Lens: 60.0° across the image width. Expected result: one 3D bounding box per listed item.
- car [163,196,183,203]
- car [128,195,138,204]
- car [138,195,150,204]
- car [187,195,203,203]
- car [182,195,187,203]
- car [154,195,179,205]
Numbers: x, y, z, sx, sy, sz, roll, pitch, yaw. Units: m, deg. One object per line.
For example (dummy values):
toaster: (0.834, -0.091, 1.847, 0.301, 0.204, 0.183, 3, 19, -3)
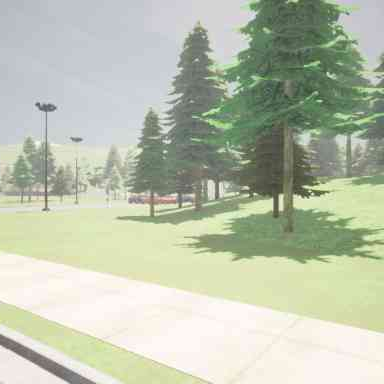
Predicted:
car: (-4.092, 1.554, 71.876, 1.994, 1.385, 4.181, 0, 0, 36)
car: (-9.988, 1.352, 63.682, 2.097, 1.767, 4.553, 0, 0, 37)
car: (-7.226, 1.352, 61.608, 2.097, 1.767, 4.553, 0, 0, 37)
car: (1.509, 1.564, 67.696, 1.994, 1.385, 4.181, 0, 0, 36)
car: (-1.578, 1.352, 69.406, 2.097, 1.767, 4.553, 0, 0, 36)
car: (-4.525, 1.352, 59.372, 2.097, 1.767, 4.553, 0, 0, 37)
